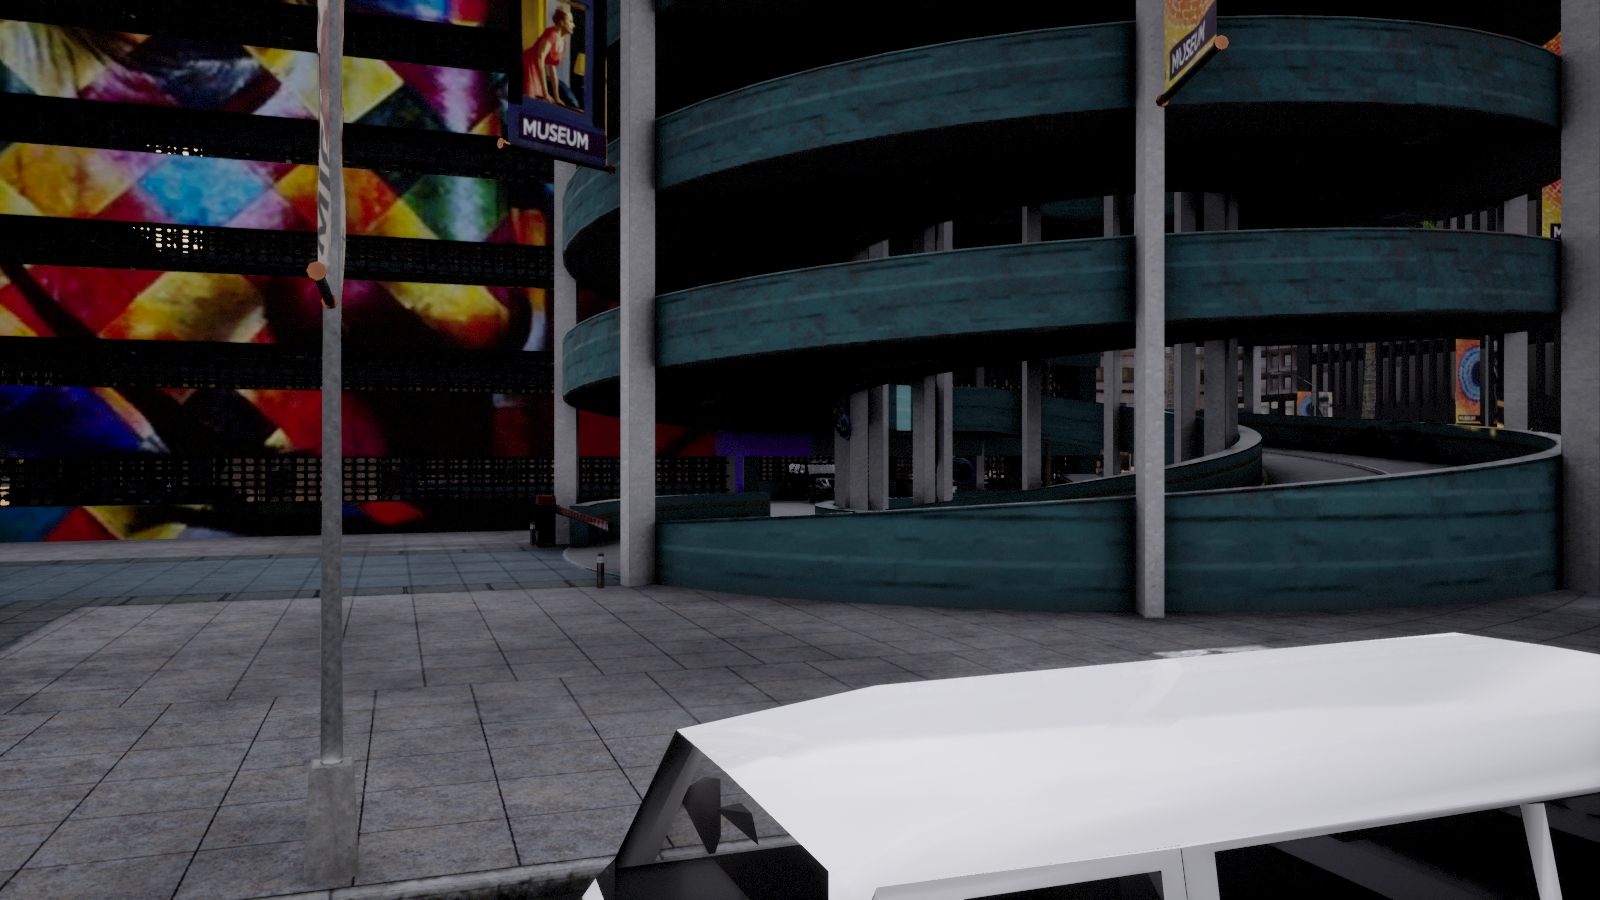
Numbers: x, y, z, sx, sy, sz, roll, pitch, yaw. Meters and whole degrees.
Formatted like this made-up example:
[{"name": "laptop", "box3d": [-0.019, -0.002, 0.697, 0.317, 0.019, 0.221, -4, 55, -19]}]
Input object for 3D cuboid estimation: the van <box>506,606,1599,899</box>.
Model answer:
[{"name": "van", "box3d": [1.425, 1.783, 3.850, 4.480, 2.038, 2.069, 0, 0, -21]}]
